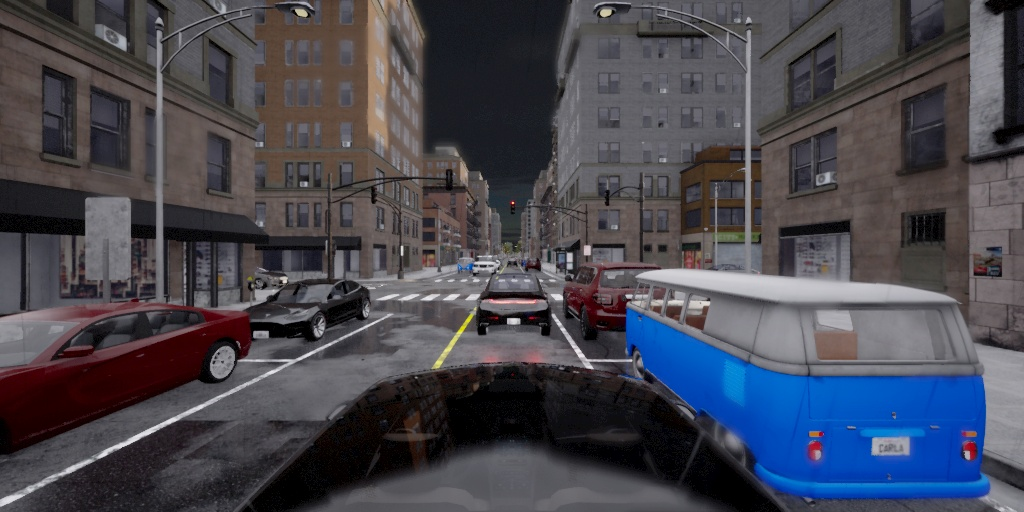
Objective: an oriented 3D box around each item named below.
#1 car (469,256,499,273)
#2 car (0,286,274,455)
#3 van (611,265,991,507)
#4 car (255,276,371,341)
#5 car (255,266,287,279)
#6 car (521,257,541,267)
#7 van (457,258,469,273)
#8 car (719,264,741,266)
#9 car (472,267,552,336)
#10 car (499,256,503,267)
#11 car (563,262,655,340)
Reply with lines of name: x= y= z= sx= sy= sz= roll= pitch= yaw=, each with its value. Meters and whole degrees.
car: x=-2.815 y=0.966 z=37.531 sx=2.150 sy=2.045 sz=5.566 roll=0 pitch=0 yaw=0
car: x=-5.381 y=1.295 z=4.357 sx=1.888 sy=1.381 sz=4.507 roll=0 pitch=0 yaw=0
van: x=2.645 y=1.091 z=4.349 sx=1.690 sy=1.789 sz=3.998 roll=0 pitch=0 yaw=0
car: x=-5.375 y=1.315 z=9.868 sx=1.948 sy=1.339 sz=4.313 roll=0 pitch=0 yaw=0
car: x=-16.222 y=1.304 z=21.748 sx=4.902 sy=1.511 sz=2.128 roll=0 pitch=0 yaw=0
car: x=2.752 y=1.057 z=47.232 sx=2.192 sy=1.841 sz=5.009 roll=0 pitch=0 yaw=0
van: x=-5.366 y=1.084 z=41.832 sx=1.690 sy=1.789 sz=3.998 roll=0 pitch=0 yaw=0
car: x=14.680 y=1.241 z=24.722 sx=4.181 sy=1.385 sz=1.994 roll=0 pitch=0 yaw=0
car: x=0.058 y=1.241 z=10.403 sx=2.128 sy=1.511 sz=4.902 roll=0 pitch=0 yaw=0
car: x=-2.797 y=0.964 z=51.078 sx=2.150 sy=2.045 sz=5.566 roll=0 pitch=0 yaw=0
car: x=2.650 y=1.064 z=9.861 sx=2.192 sy=1.841 sz=5.009 roll=0 pitch=0 yaw=0
